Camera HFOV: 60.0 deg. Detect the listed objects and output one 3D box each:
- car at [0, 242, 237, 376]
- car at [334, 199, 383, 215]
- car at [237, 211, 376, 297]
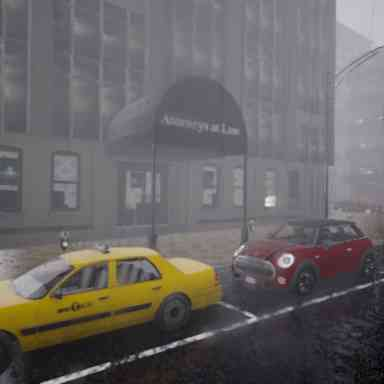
[{"bbox_3d":[-1.708,1.534,5.334,4.829,1.417,1.752,0,0,-36],"label":"car"},{"bbox_3d":[16.076,1.412,32.269,1.887,1.381,4.507,2,0,-36],"label":"car"},{"bbox_3d":[2.954,1.476,8.665,4.097,1.590,1.967,0,0,-36],"label":"car"}]
